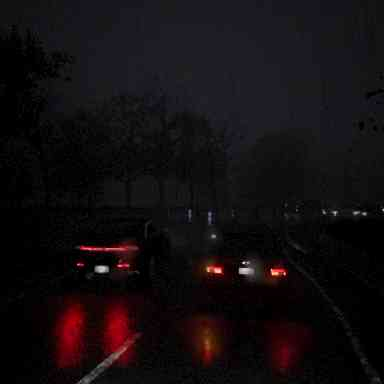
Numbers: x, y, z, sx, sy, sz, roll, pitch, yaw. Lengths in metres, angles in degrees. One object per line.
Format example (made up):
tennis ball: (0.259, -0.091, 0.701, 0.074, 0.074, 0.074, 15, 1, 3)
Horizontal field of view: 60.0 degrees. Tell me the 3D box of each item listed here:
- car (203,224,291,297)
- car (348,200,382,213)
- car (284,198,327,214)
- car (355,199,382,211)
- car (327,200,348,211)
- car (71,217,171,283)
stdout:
car: (1.419, 1.547, 8.780, 2.033, 1.411, 5.357, 0, 0, 9)
car: (24.065, 2.056, 45.471, 5.357, 1.411, 2.033, 2, -1, -38)
car: (12.356, 1.489, 36.936, 4.553, 1.767, 2.097, 1, -1, -33)
car: (28.210, 2.135, 53.186, 4.553, 1.767, 2.097, 3, -2, -39)
car: (21.036, 1.950, 47.549, 5.008, 1.535, 1.882, 2, -1, -38)
car: (-1.781, 1.487, 9.690, 2.128, 1.511, 4.902, 0, -1, 4)
